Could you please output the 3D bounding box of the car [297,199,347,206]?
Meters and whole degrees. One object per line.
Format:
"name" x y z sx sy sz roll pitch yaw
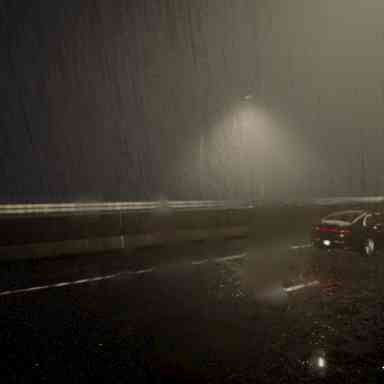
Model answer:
"car" 11.949 1.400 29.430 4.902 1.511 2.128 0 0 -35

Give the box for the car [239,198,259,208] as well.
"car" 7.045 1.418 34.550 4.892 1.490 1.837 0 0 -35

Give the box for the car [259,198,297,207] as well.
"car" 8.990 1.418 31.639 4.892 1.490 1.837 0 0 -35

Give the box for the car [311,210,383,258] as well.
"car" 6.552 1.457 12.652 4.892 1.490 1.837 0 0 -35
